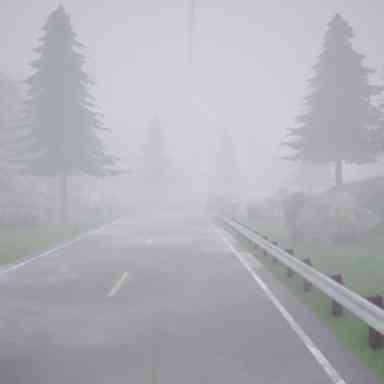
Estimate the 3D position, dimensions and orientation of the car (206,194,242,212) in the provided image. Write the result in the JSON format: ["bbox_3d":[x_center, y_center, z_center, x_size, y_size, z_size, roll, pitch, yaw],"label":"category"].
[{"bbox_3d":[3.839,1.258,39.444,2.150,2.045,5.566,-1,0,38],"label":"car"}]
